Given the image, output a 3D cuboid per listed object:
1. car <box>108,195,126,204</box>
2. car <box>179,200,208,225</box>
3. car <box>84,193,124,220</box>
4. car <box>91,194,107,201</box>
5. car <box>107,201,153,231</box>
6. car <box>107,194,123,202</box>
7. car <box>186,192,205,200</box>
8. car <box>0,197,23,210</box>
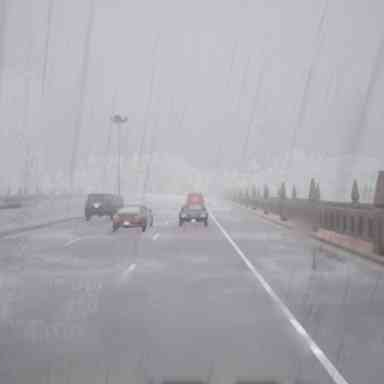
[{"bbox_3d":[-13.211,1.253,58.662,1.837,1.490,4.892,0,0,2],"label":"car"},{"bbox_3d":[0.105,1.501,23.139,1.895,1.301,4.718,0,0,0],"label":"car"},{"bbox_3d":[-6.868,1.107,26.726,2.150,2.045,5.566,0,0,1],"label":"car"},{"bbox_3d":[-19.826,1.196,71.007,1.837,1.490,4.892,0,0,2],"label":"car"},{"bbox_3d":[-3.405,1.441,19.640,1.812,1.442,4.674,0,0,0],"label":"car"},{"bbox_3d":[-16.327,1.221,70.907,2.128,1.511,4.902,0,0,2],"label":"car"},{"bbox_3d":[0.459,1.043,41.555,2.150,2.045,5.566,0,0,2],"label":"car"},{"bbox_3d":[-17.504,1.221,30.381,2.097,1.767,4.553,0,0,1],"label":"car"}]
